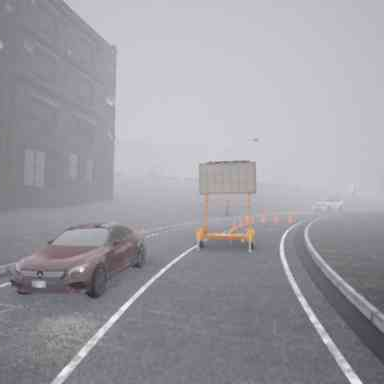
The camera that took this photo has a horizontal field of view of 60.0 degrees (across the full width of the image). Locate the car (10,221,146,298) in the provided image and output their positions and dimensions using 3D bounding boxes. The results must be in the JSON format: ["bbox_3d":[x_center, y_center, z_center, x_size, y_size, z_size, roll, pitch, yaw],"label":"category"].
[{"bbox_3d":[-2.599,1.552,8.792,1.812,1.442,4.674,-1,0,10],"label":"car"}]

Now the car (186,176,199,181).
[{"bbox_3d":[0.632,-2.292,62.964,4.892,1.521,2.231,2,-5,-30],"label":"car"}]

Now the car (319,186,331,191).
[{"bbox_3d":[32.559,-0.691,85.114,4.553,1.767,2.185,4,-6,-38],"label":"car"}]

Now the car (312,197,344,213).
[{"bbox_3d":[19.039,1.785,46.406,5.566,2.045,2.150,1,-4,-39],"label":"car"}]

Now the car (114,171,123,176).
[{"bbox_3d":[-13.626,-2.961,54.764,4.553,1.767,2.185,2,-5,-30],"label":"car"}]

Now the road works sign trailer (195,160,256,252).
[{"bbox_3d":[1.535,0.488,14.077,2.380,3.560,2.880,-1,-1,15],"label":"road works sign trailer"}]

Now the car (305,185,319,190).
[{"bbox_3d":[28.150,-0.855,81.605,4.892,1.521,2.231,3,-5,-37],"label":"car"}]

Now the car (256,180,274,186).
[{"bbox_3d":[14.673,-1.737,71.838,4.553,1.767,2.185,3,-5,-33],"label":"car"}]

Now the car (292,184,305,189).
[{"bbox_3d":[23.834,-1.070,78.331,4.674,1.452,2.002,3,-5,-36],"label":"car"}]

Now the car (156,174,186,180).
[{"bbox_3d":[-4.146,-2.483,60.207,4.892,1.521,2.231,2,-5,-30],"label":"car"}]

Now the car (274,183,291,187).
[{"bbox_3d":[19.369,-1.330,75.096,4.792,1.488,2.163,3,-5,-35],"label":"car"}]

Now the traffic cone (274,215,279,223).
[{"bbox_3d":[6.597,2.078,25.960,0.340,0.580,0.340,-2,-1,20],"label":"traffic cone"}]

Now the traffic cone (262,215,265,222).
[{"bbox_3d":[5.658,2.109,26.298,0.340,0.580,0.340,-2,-1,20],"label":"traffic cone"}]
